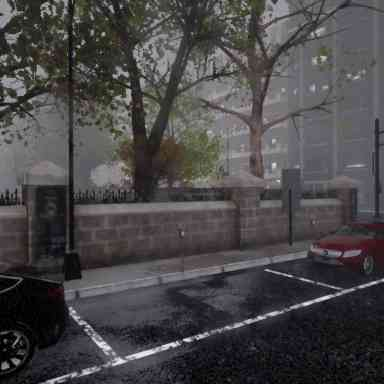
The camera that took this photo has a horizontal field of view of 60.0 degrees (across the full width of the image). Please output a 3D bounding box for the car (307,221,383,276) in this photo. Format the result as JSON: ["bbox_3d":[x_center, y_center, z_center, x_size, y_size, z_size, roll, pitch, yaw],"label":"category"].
[{"bbox_3d":[5.356,1.581,10.269,4.206,1.307,1.802,0,0,-35],"label":"car"}]

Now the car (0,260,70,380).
[{"bbox_3d":[-3.723,1.566,3.936,4.313,1.339,1.947,0,0,-35],"label":"car"}]
